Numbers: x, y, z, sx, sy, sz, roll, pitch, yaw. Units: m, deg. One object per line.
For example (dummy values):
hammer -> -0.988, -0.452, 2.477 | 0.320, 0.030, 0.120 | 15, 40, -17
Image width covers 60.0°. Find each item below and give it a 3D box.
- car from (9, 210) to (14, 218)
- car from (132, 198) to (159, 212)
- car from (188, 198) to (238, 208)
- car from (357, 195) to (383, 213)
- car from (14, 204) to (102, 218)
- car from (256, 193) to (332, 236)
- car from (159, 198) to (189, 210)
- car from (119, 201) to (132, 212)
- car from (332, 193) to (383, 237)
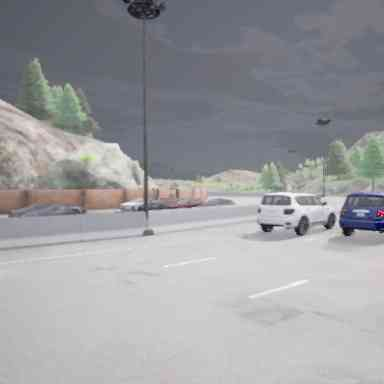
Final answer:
car -> -11.748, 1.509, 25.649 | 4.181, 1.385, 1.994 | -1, 0, -38
car -> -3.057, 1.397, 33.861 | 2.033, 1.411, 5.357 | 0, 0, 41
car -> 2.218, 1.349, 29.260 | 1.837, 1.490, 4.892 | 0, 0, 41
car -> 17.958, 1.133, 33.257 | 2.128, 1.511, 4.902 | 0, 1, 31
car -> -7.727, 1.546, 19.923 | 4.718, 1.301, 1.895 | -1, 0, -35
car -> 5.624, 1.060, 17.616 | 2.150, 2.045, 5.566 | 0, 0, 44
car -> -0.420, 1.308, 31.560 | 1.882, 1.535, 5.008 | 0, 0, 41
car -> -5.695, 1.374, 36.161 | 1.812, 1.442, 4.674 | 0, 0, 41
car -> 9.048, 1.043, 16.055 | 2.150, 2.045, 5.566 | 0, 0, 44
